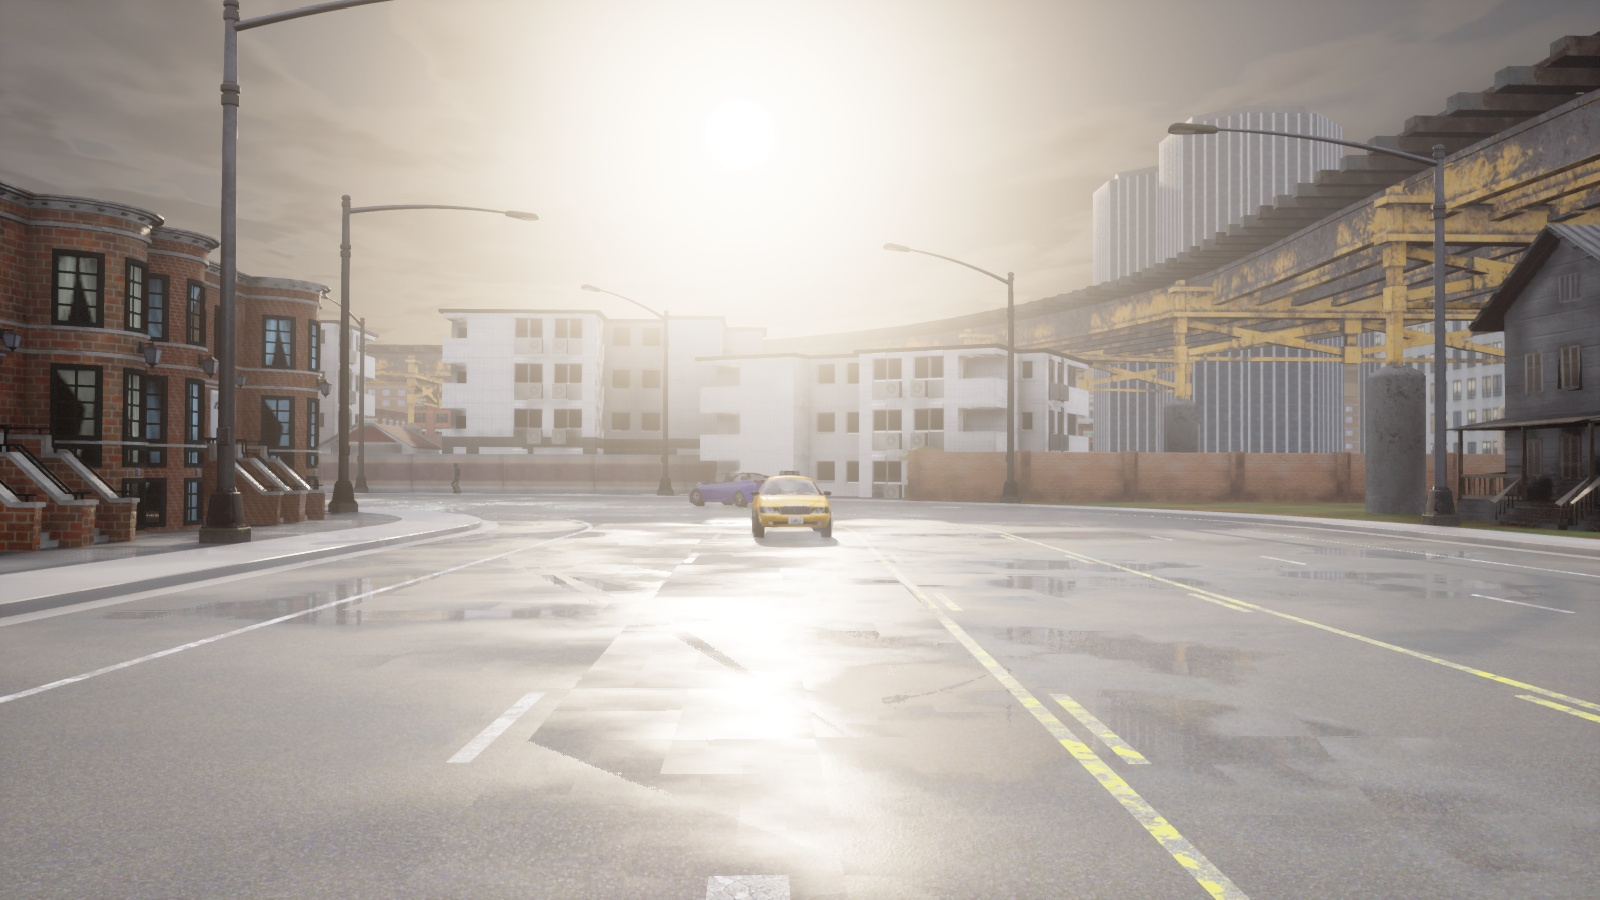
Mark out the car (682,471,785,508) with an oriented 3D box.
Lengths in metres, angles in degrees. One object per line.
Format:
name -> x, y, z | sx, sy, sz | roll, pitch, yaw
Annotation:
car -> -2.892, 1.681, 54.209 | 2.007, 1.525, 4.514 | 1, -1, -43

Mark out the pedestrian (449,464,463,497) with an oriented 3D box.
pedestrian -> -19.590, 1.746, 71.524 | 0.726, 1.835, 0.370 | 0, -1, 7

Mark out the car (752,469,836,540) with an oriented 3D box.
car -> -0.243, 1.274, 31.000 | 1.801, 1.575, 5.366 | 0, -1, -3
